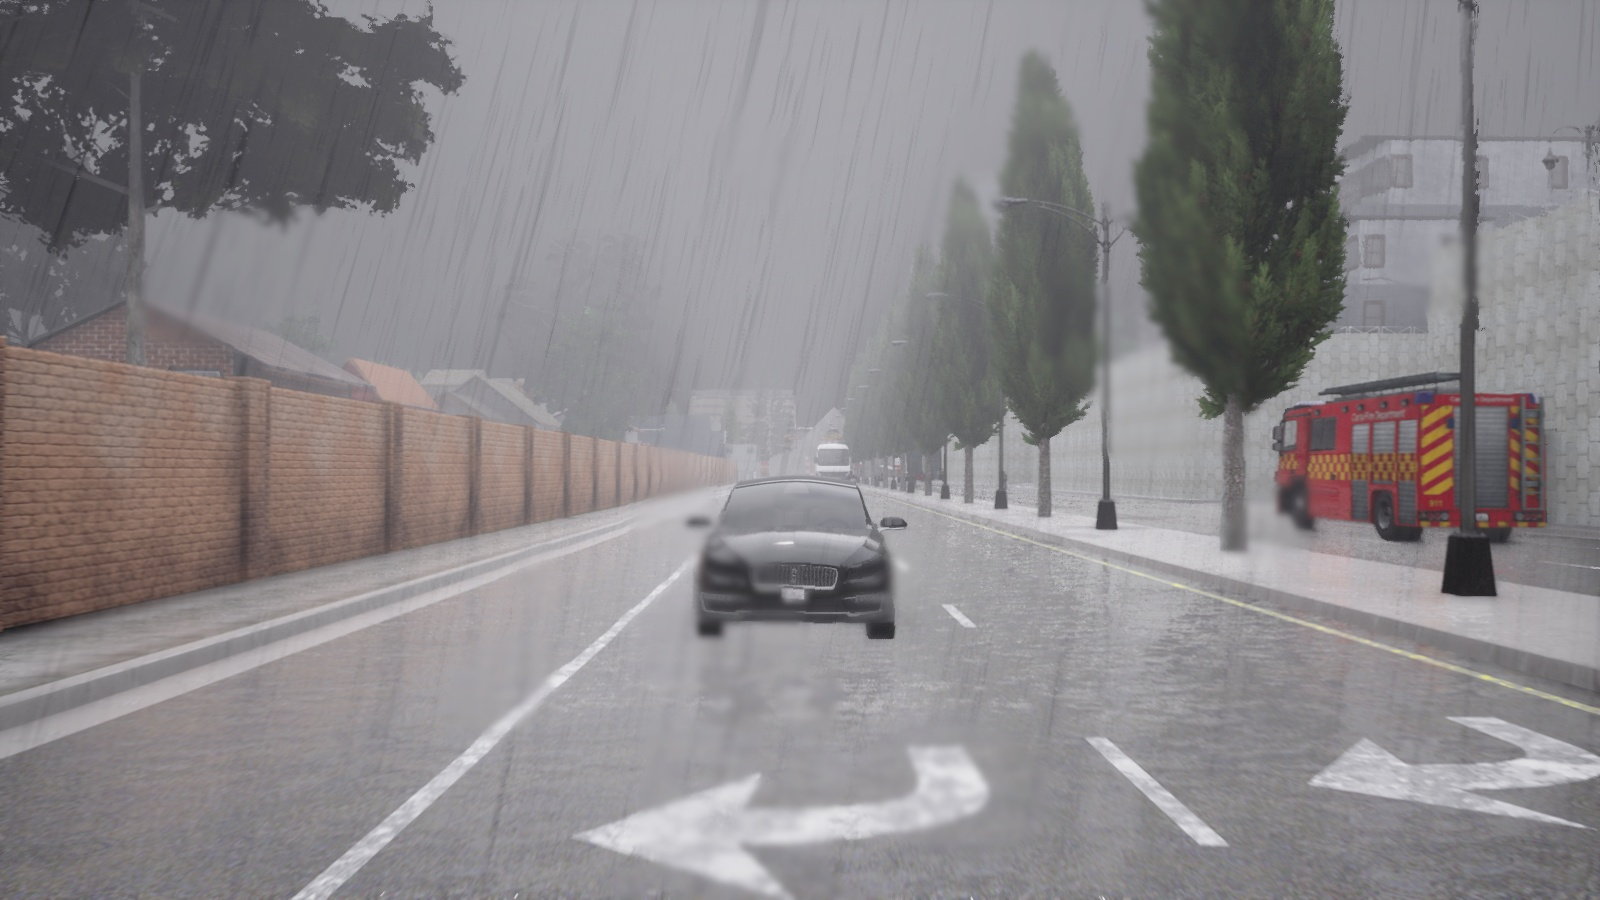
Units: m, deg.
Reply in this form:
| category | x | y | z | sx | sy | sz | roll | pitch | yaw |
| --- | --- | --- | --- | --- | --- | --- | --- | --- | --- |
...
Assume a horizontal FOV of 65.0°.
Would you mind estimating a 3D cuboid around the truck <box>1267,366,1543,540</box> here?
| category | x | y | z | sx | sy | sz | roll | pitch | yaw |
| --- | --- | --- | --- | --- | --- | --- | --- | --- | --- |
| truck | 14.918 | 0.125 | 31.931 | 2.891 | 3.827 | 8.468 | 0 | -1 | 0 |

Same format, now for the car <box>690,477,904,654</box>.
| category | x | y | z | sx | sy | sz | roll | pitch | yaw |
| --- | --- | --- | --- | --- | --- | --- | --- | --- | --- |
| car | -0.032 | 1.041 | 13.215 | 1.837 | 1.490 | 4.892 | 0 | -1 | 0 |
